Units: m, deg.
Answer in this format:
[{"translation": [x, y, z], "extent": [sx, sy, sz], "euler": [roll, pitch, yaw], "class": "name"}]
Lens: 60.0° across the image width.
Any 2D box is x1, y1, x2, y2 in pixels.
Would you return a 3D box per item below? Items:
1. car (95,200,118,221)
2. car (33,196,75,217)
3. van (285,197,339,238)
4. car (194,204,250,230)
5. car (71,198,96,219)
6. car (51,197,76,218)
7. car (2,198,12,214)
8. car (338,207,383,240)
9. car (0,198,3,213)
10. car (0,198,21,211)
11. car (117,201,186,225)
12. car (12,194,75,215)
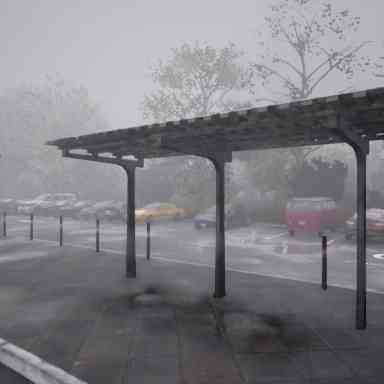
[{"translation": [-4.728, 1.494, 26.047], "extent": [2.163, 1.488, 4.792], "euler": [0, 0, 35], "class": "car"}, {"translation": [-11.537, 1.449, 30.839], "extent": [2.097, 1.535, 5.008], "euler": [0, 0, 35], "class": "car"}, {"translation": [6.648, 1.264, 18.097], "extent": [1.878, 1.987, 4.442], "euler": [0, 0, 35], "class": "van"}, {"translation": [2.034, 1.509, 21.186], "extent": [2.163, 1.488, 4.792], "euler": [0, 0, 35], "class": "car"}, {"translation": [-7.005, 1.461, 27.632], "extent": [2.231, 1.521, 4.892], "euler": [0, 0, 35], "class": "car"}, {"translation": [-9.271, 1.454, 29.235], "extent": [2.097, 1.535, 5.008], "euler": [0, 0, 35], "class": "car"}, {"translation": [-16.073, 1.441, 34.038], "extent": [2.231, 1.521, 4.892], "euler": [0, 0, 35], "class": "car"}, {"translation": [8.843, 1.535, 16.396], "extent": [2.002, 1.452, 4.674], "euler": [0, 0, 35], "class": "car"}, {"translation": [-18.339, 1.432, 35.644], "extent": [2.097, 1.535, 5.008], "euler": [0, 0, 35], "class": "car"}, {"translation": [-22.882, 1.441, 38.832], "extent": [2.163, 1.488, 4.792], "euler": [1, 0, 35], "class": "car"}, {"translation": [-2.587, 1.467, 24.267], "extent": [1.946, 1.575, 5.366], "euler": [0, 0, 35], "class": "car"}, {"translation": [-13.821, 1.193, 32.416], "extent": [2.435, 2.045, 5.566], "euler": [0, 0, 35], "class": "car"}]
